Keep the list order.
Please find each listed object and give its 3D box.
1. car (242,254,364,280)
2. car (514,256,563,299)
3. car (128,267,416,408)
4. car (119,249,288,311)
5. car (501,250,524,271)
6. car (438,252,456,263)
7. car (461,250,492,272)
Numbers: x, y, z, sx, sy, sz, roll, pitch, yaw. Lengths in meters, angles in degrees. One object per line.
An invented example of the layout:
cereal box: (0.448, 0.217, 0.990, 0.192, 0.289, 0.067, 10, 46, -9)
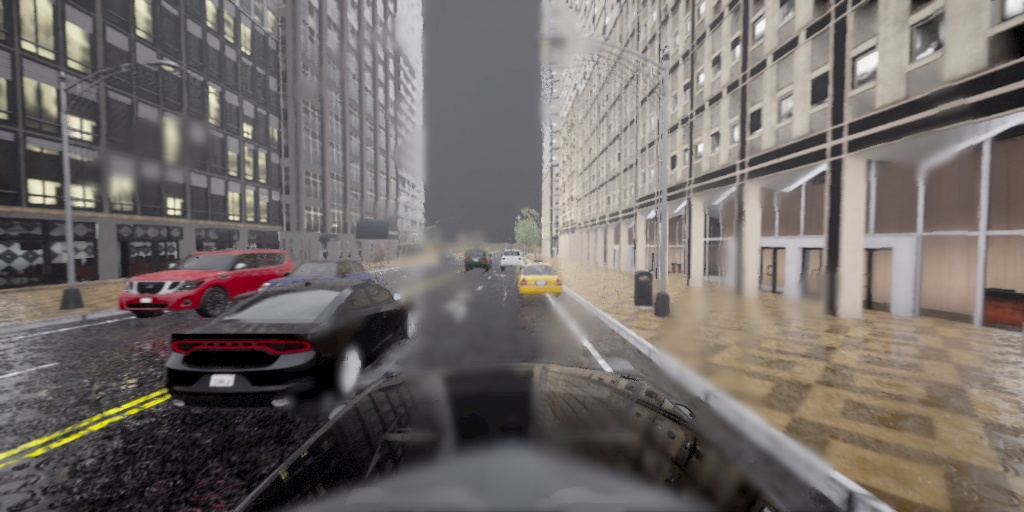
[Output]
car: (-6.594, 0.916, 12.532, 2.097, 1.767, 4.553, 0, 1, 0)
car: (1.140, 0.956, 16.217, 1.801, 1.575, 5.366, 0, 1, 0)
car: (-3.150, 1.148, 6.369, 1.882, 1.535, 5.008, 0, 1, 0)
car: (-9.846, 0.787, 12.399, 2.150, 2.045, 5.566, 0, 1, 0)
car: (0.025, 0.366, 36.507, 2.150, 2.045, 5.566, 0, 1, 1)
car: (-9.787, 0.179, 54.437, 2.097, 1.767, 4.553, 0, 1, 1)
car: (-3.142, 0.413, 34.022, 2.150, 2.045, 5.566, 0, 1, 0)
